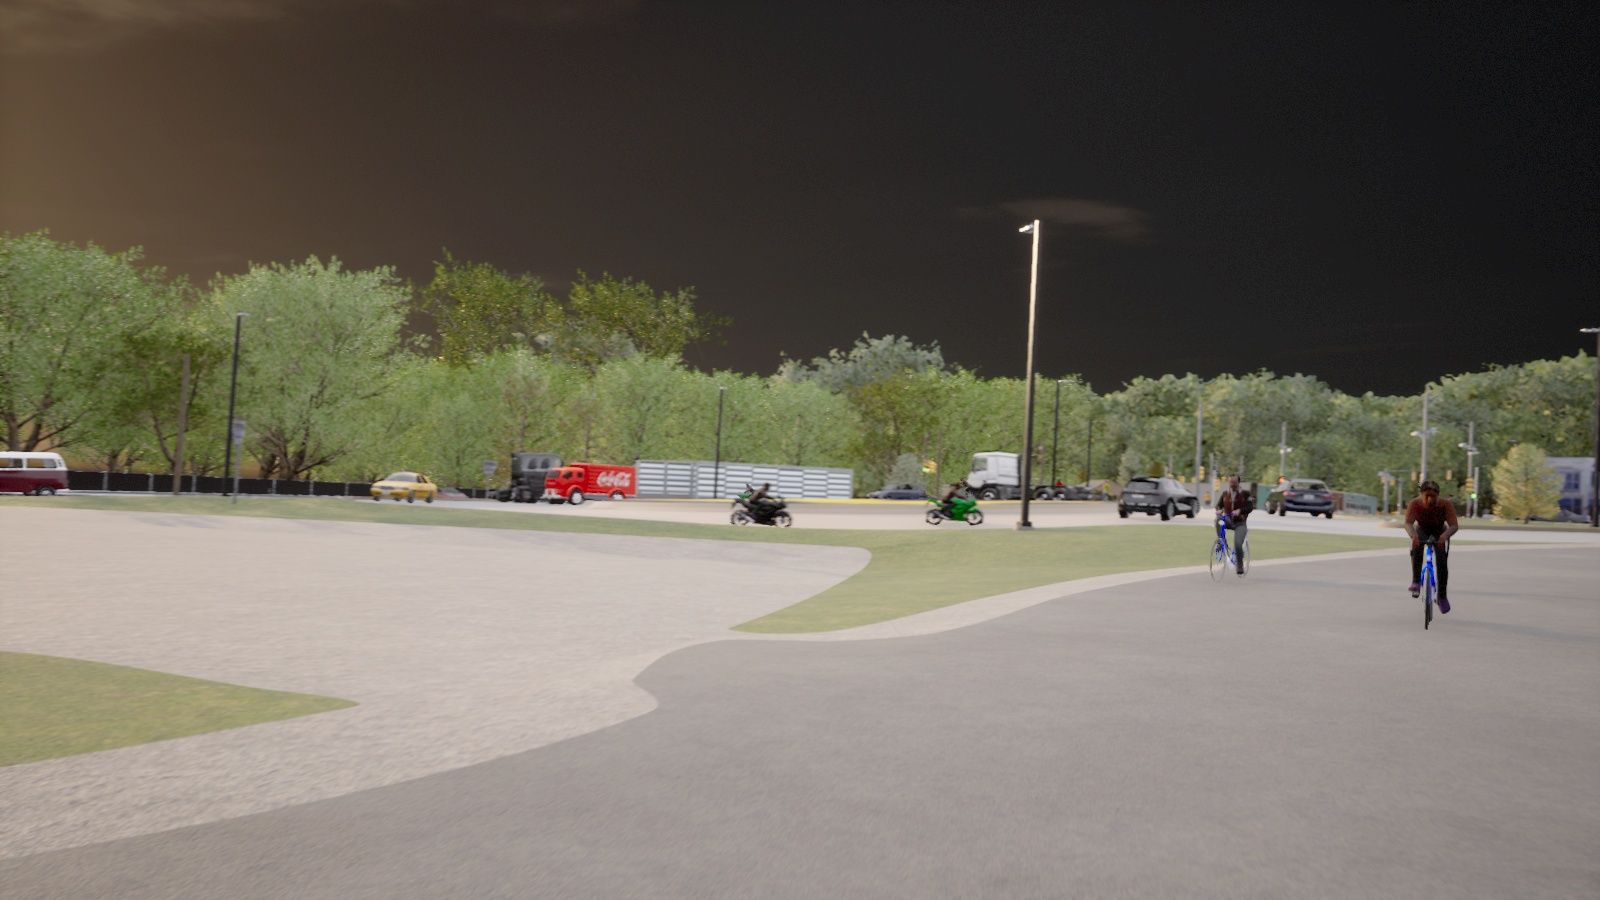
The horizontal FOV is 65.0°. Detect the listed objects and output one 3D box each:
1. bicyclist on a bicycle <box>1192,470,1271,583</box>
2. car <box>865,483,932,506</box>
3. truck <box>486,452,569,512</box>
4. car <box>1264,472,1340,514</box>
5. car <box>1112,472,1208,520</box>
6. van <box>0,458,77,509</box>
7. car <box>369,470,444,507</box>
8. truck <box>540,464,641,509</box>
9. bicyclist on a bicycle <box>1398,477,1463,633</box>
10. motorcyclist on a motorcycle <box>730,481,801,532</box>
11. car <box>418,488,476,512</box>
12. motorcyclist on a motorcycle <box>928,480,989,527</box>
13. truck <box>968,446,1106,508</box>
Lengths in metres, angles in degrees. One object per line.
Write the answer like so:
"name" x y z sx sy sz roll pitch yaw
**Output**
"bicyclist on a bicycle" 7.115 1.229 20.651 0.659 1.776 1.843 -1 -2 38
"car" 6.537 2.920 83.326 4.193 1.474 1.816 1 -2 -31
"truck" -18.079 2.219 82.770 2.891 3.462 7.936 2 -6 -31
"car" 22.063 1.871 55.327 2.242 1.667 4.611 2 -1 11
"car" 13.884 1.717 48.296 2.033 1.649 4.856 2 1 35
"van" -32.524 1.363 51.547 2.069 2.038 4.480 0 -1 41
"car" -18.730 1.886 60.060 1.801 1.575 5.366 3 -3 0
"truck" -12.310 2.172 73.949 5.204 2.467 2.627 4 -3 -42
"bicyclist on a bicycle" 7.092 1.123 14.092 0.582 1.620 1.656 0 -1 29
"motorcyclist on a motorcycle" -1.077 1.787 39.606 2.044 1.523 0.797 2 -4 12
"car" -25.756 3.629 91.555 4.514 1.525 2.007 1 -1 44
"motorcyclist on a motorcycle" 5.484 1.843 43.416 2.044 1.523 0.797 -1 2 8
"truck" 14.318 1.709 76.284 7.936 3.462 2.891 -2 -5 44
